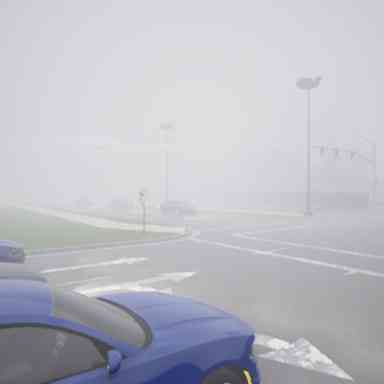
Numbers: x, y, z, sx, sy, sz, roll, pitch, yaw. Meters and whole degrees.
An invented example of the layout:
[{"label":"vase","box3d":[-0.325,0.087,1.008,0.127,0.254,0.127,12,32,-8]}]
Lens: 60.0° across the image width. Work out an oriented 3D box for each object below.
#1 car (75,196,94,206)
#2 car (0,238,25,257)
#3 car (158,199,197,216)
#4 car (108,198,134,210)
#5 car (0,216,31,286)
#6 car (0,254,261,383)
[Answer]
[{"label":"car","box3d":[-17.504,1.465,53.938,2.128,1.511,4.902,0,0,-36]},{"label":"car","box3d":[-4.339,1.565,4.968,4.181,1.385,1.994,0,0,-35]},{"label":"car","box3d":[-1.442,1.478,31.992,1.837,1.490,4.892,0,0,-36]},{"label":"car","box3d":[-9.120,1.464,42.428,2.128,1.511,4.902,0,0,-36]},{"label":"car","box3d":[-6.613,1.479,7.646,5.008,1.535,1.882,0,0,-36]},{"label":"car","box3d":[-1.616,1.477,2.607,5.008,1.535,1.882,0,0,-35]}]
